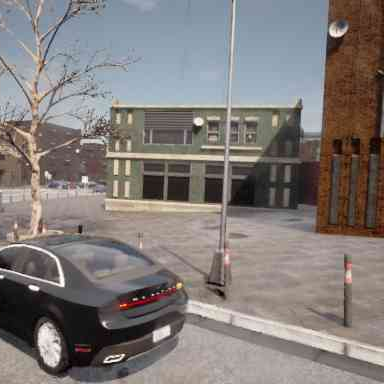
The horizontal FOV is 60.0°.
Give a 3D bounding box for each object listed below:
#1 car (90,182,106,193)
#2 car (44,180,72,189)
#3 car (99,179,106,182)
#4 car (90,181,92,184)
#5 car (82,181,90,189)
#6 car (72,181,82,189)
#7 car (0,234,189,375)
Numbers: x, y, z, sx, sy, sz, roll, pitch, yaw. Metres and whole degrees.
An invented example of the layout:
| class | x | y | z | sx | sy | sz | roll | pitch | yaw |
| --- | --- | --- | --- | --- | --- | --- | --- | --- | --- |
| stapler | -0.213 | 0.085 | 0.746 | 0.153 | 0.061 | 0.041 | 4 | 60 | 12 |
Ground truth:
| class | x | y | z | sx | sy | sz | roll | pitch | yaw |
| --- | --- | --- | --- | --- | --- | --- | --- | --- | --- |
| car | -15.582 | -0.621 | 60.566 | 2.033 | 1.411 | 5.357 | 3 | 2 | 20 |
| car | -26.933 | -1.533 | 65.913 | 4.553 | 1.767 | 2.185 | 3 | 3 | 20 |
| car | -23.123 | -1.688 | 76.272 | 4.892 | 1.521 | 2.231 | 3 | 3 | 20 |
| car | -24.046 | -1.739 | 73.666 | 4.553 | 1.767 | 2.185 | 3 | 3 | 20 |
| car | -25.042 | -1.505 | 71.100 | 4.674 | 1.452 | 2.002 | 3 | 3 | 20 |
| car | -26.009 | -1.475 | 68.519 | 5.008 | 1.535 | 2.097 | 3 | 2 | 20 |
| car | -2.295 | 1.480 | 5.622 | 4.892 | 1.490 | 1.837 | 1 | 1 | 37 |
